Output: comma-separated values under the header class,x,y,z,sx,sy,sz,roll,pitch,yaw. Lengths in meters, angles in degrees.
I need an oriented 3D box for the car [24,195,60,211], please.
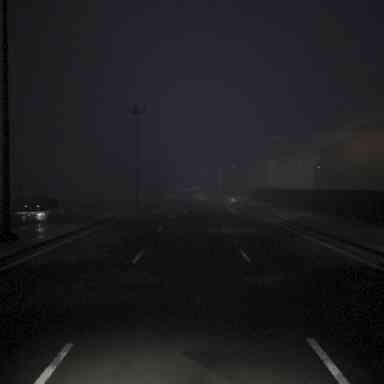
class,x,y,z,sx,sy,sz,roll,pitch,yaw
car,-14.897,1.149,33.235,1.837,1.490,4.892,0,2,0
